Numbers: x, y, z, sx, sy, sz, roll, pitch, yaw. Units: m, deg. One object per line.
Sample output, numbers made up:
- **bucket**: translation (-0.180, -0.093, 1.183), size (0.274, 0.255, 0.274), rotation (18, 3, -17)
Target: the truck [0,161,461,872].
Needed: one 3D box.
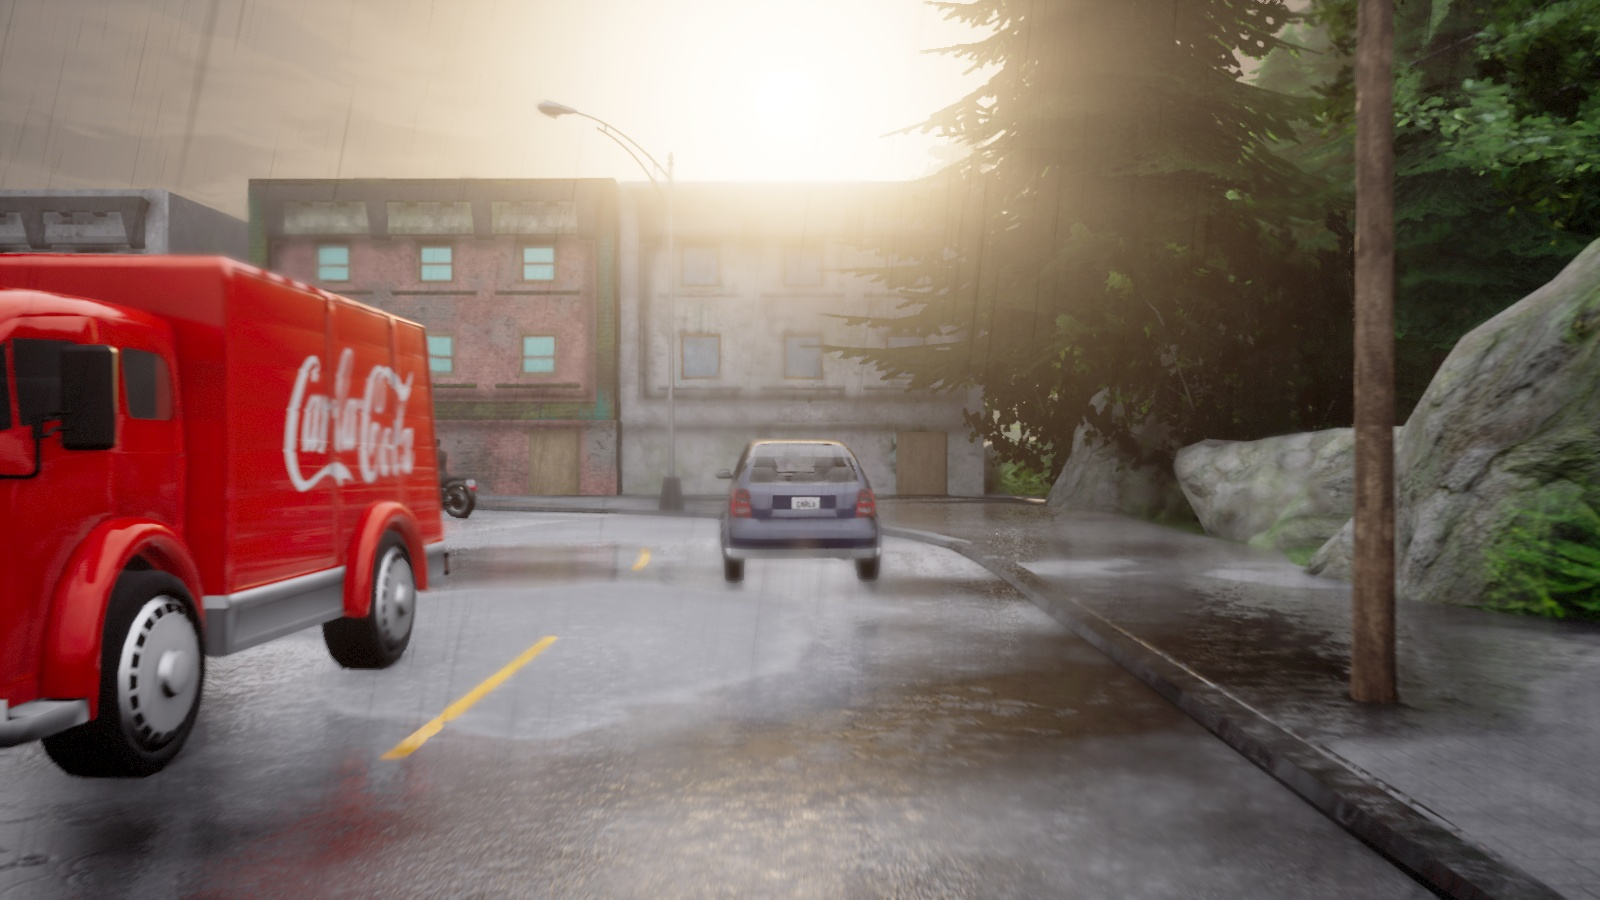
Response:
- **truck**: translation (-3.927, 0.217, 6.975), size (2.627, 2.467, 5.204), rotation (0, 0, 1)

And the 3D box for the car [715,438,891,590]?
- **car**: translation (-0.089, 0.643, 14.694), size (1.789, 1.549, 3.705), rotation (0, 0, -4)

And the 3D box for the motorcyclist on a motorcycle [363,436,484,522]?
- **motorcyclist on a motorcycle**: translation (-7.519, 0.551, 25.039), size (2.350, 1.649, 0.766), rotation (0, 1, 24)
